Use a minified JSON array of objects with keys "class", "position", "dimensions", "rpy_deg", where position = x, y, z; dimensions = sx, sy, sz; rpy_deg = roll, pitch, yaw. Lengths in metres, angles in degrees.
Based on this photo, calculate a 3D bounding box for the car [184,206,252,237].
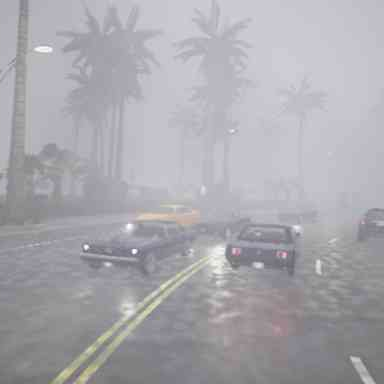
[{"class":"car","position":[1.751,1.593,18.101],"dimensions":[1.882,1.535,5.008],"rpy_deg":[2,0,29]}]

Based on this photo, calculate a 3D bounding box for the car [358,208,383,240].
[{"class":"car","position":[10.584,1.673,18.335],"dimensions":[2.097,1.767,4.553],"rpy_deg":[2,0,34]}]

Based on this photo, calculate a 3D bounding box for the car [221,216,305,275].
[{"class":"car","position":[2.560,1.689,10.975],"dimensions":[1.895,1.301,4.718],"rpy_deg":[2,0,20]}]

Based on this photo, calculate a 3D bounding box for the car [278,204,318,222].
[{"class":"car","position":[9.093,1.785,28.303],"dimensions":[1.882,1.535,5.008],"rpy_deg":[1,0,41]}]

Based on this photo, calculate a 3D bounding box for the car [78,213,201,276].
[{"class":"car","position":[-1.433,1.579,10.616],"dimensions":[1.895,1.301,4.718],"rpy_deg":[2,0,19]}]

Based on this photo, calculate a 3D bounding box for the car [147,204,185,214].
[{"class":"car","position":[-1.307,1.516,19.801],"dimensions":[1.882,1.535,5.008],"rpy_deg":[2,0,29]}]
